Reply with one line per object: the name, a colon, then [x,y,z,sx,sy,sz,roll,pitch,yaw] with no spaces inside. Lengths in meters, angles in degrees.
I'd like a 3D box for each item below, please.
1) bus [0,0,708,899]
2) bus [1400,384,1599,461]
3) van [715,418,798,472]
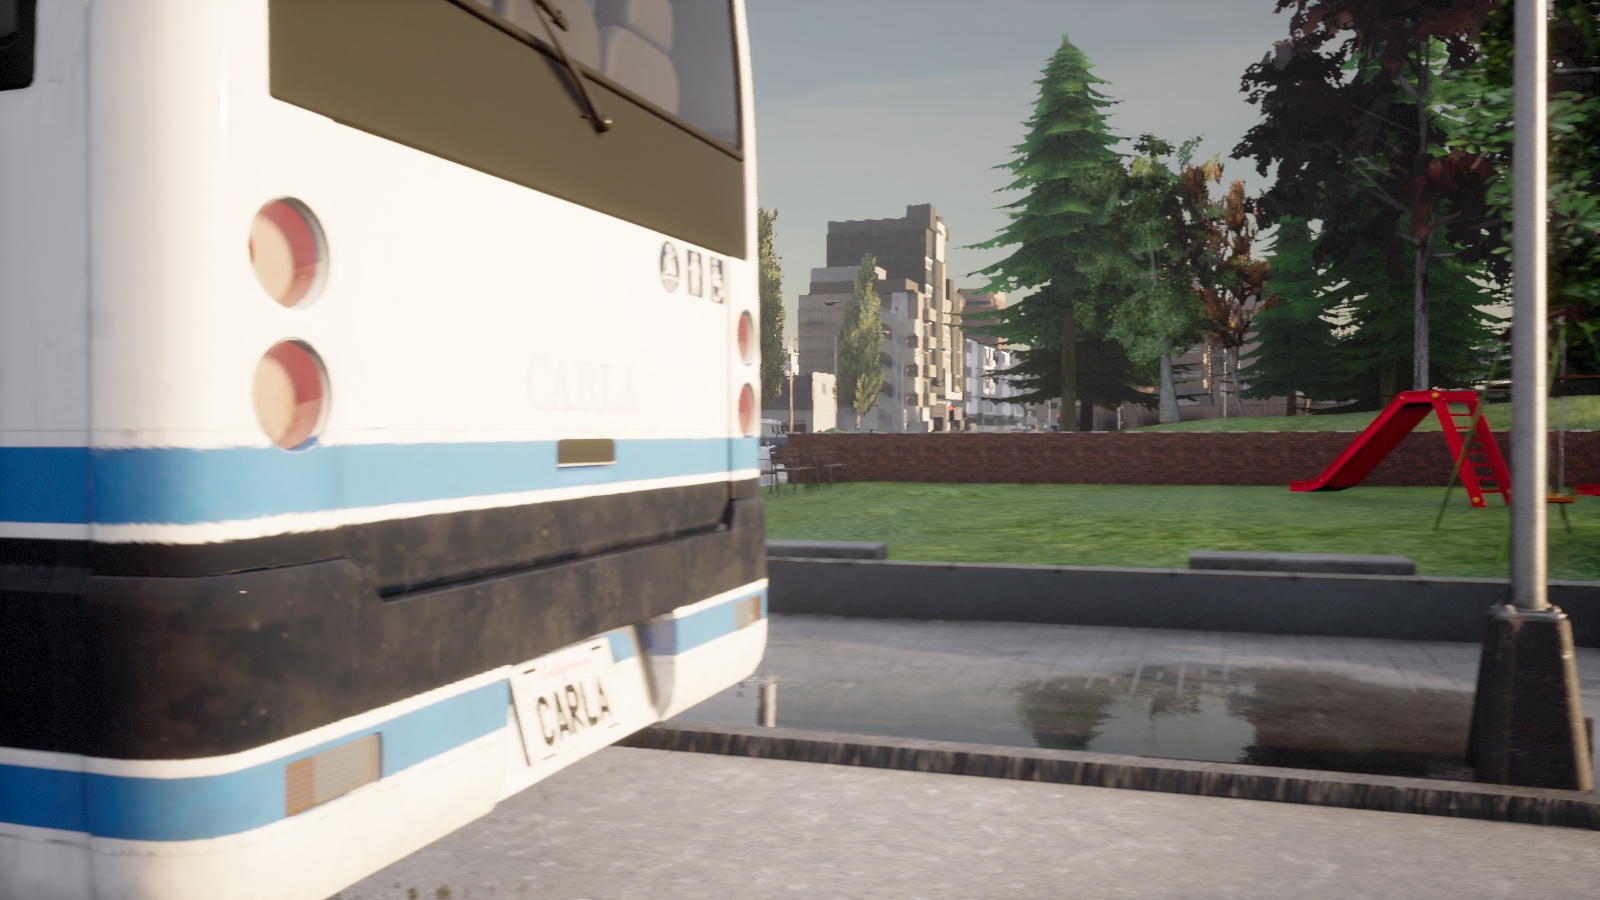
bus: [-5.932,-0.663,5.701,10.273,4.253,3.944,1,1,19]
bus: [40.608,-1.558,72.502,10.273,4.253,3.944,0,1,16]
van: [-1.645,-0.218,49.210,1.775,1.987,4.442,1,1,19]
